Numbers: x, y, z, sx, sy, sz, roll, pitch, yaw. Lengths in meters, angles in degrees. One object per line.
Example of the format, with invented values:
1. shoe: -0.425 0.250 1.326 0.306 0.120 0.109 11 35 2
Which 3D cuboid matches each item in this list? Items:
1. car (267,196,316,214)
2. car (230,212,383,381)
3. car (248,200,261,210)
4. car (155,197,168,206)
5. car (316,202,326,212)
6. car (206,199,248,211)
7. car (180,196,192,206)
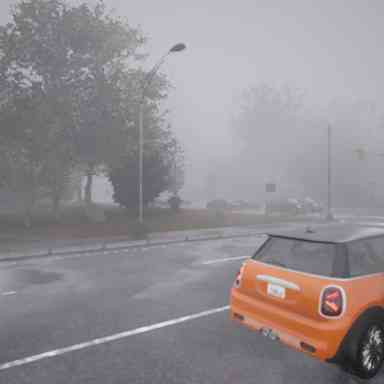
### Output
1. car: 9.853 1.353 34.212 2.097 1.767 4.553 0 0 -38
2. car: 2.876 1.361 5.729 4.553 1.767 2.097 0 0 -35
3. car: 6.808 1.599 43.784 1.895 1.301 4.718 0 0 -38
4. car: -5.214 1.479 53.492 1.882 1.535 5.008 0 1 -38
5. car: 12.353 1.350 36.696 2.097 1.767 4.553 0 0 -38
6. car: 4.015 1.548 41.673 2.033 1.411 5.357 0 0 -38
7. car: -2.074 1.476 55.157 1.882 1.535 5.008 0 0 -38
